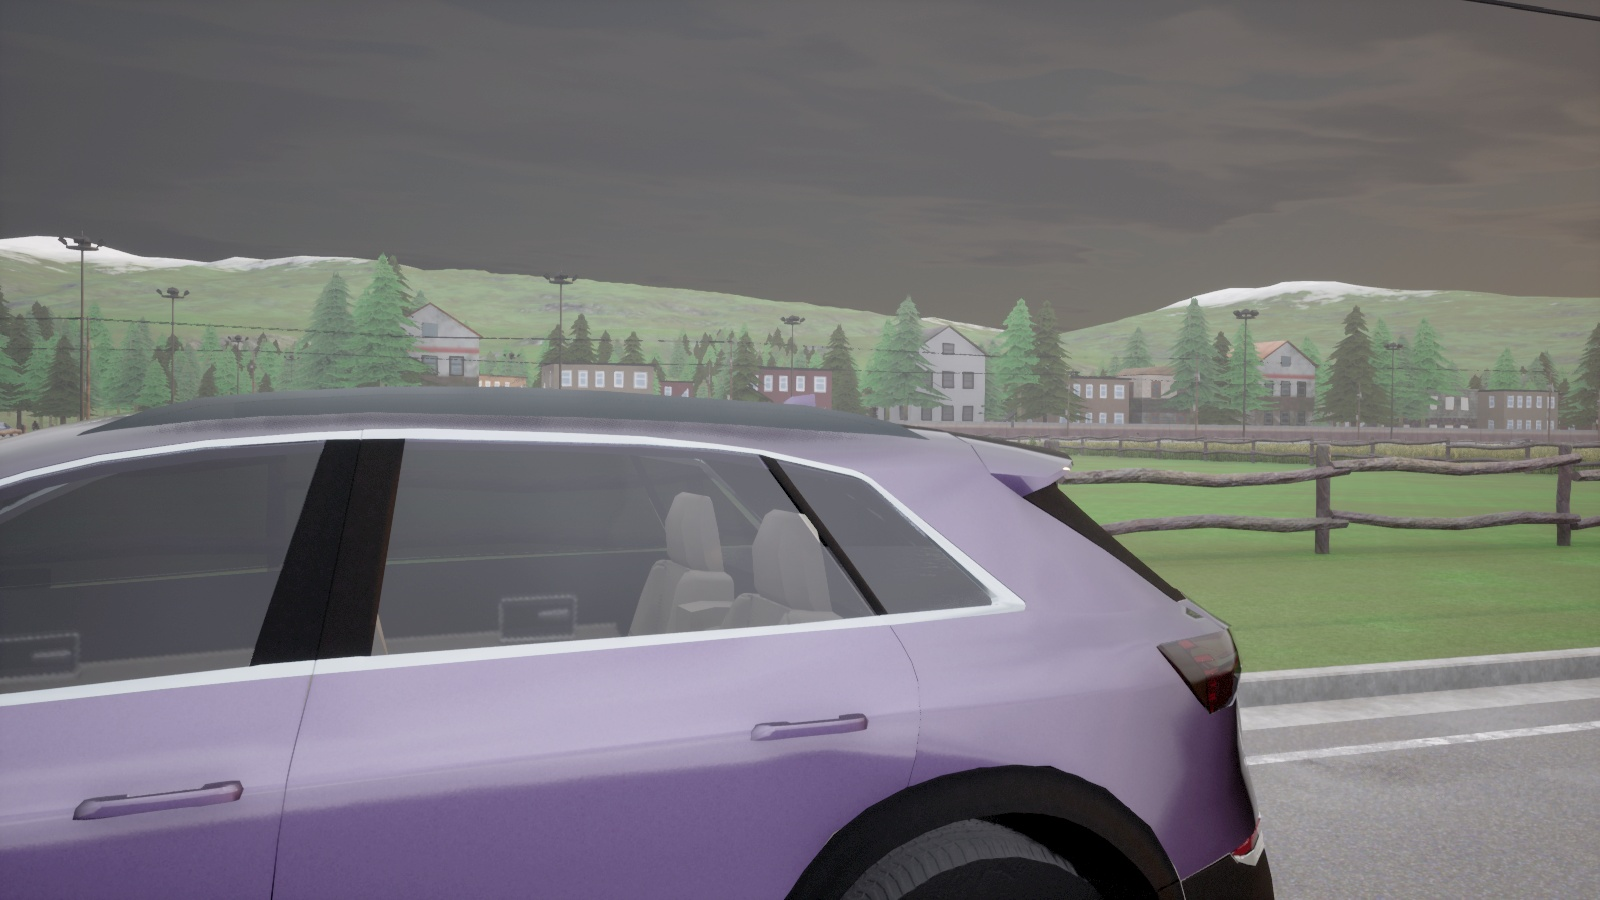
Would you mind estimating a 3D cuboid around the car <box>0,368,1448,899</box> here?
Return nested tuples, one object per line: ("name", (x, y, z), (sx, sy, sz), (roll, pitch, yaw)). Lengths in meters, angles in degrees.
("car", (-1.248, 0.697, 2.765), (4.856, 1.649, 2.033), (-1, 1, -21))
